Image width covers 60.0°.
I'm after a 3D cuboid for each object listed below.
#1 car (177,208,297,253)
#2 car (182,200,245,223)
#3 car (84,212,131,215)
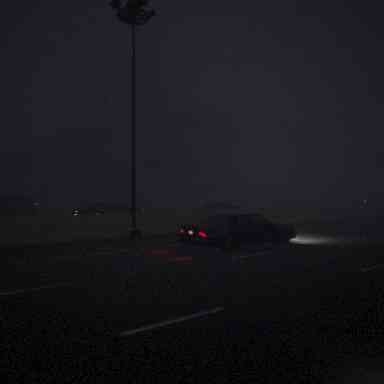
[{"bbox_3d":[1.996,1.552,13.776,5.357,1.411,2.033,0,0,-36],"label":"car"},{"bbox_3d":[1.817,1.486,26.774,5.008,1.535,1.882,0,0,-35],"label":"car"},{"bbox_3d":[-5.766,1.569,25.666,4.181,1.385,1.994,0,0,-35],"label":"car"}]
